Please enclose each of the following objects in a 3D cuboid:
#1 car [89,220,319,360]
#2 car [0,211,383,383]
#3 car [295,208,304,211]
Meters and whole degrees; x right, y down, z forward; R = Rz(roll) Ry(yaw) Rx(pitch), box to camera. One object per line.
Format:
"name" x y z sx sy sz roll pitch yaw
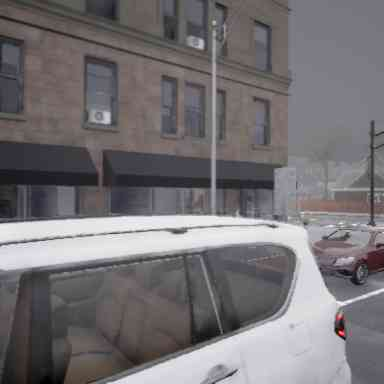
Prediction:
"car" 0.373 1.476 6.455 4.097 1.590 1.967 1 0 -36
"car" -1.288 1.222 2.027 5.566 2.045 2.150 1 0 -36
"car" 8.677 1.846 32.364 2.128 1.511 4.902 1 -1 -36
